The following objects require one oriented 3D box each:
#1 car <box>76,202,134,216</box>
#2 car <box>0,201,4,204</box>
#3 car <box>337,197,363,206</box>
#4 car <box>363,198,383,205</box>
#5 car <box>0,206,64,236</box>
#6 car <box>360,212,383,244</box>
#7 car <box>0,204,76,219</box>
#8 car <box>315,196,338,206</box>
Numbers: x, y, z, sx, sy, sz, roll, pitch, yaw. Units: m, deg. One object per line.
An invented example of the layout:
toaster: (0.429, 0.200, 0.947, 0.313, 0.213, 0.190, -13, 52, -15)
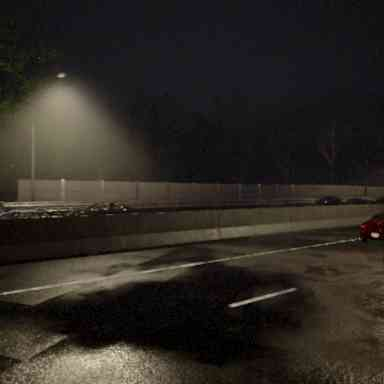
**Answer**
car: (-6.784, 1.515, 24.944, 4.892, 1.490, 1.837, 0, 0, -35)
car: (-14.809, 1.354, 22.490, 4.553, 1.767, 2.097, 0, 0, -39)
car: (22.467, 1.608, 45.775, 4.674, 1.442, 1.812, 0, 0, -35)
car: (24.735, 1.590, 43.097, 4.892, 1.490, 1.837, 1, -1, -35)
car: (-10.098, 1.550, 18.282, 5.357, 1.411, 2.033, 0, 0, -36)
car: (9.167, 1.547, 14.582, 4.674, 1.442, 1.812, 0, 0, -35)
car: (-8.264, 1.494, 15.293, 4.902, 1.511, 2.128, 0, 0, -35)
car: (19.830, 1.432, 48.192, 4.553, 1.767, 2.097, 0, 0, -35)
